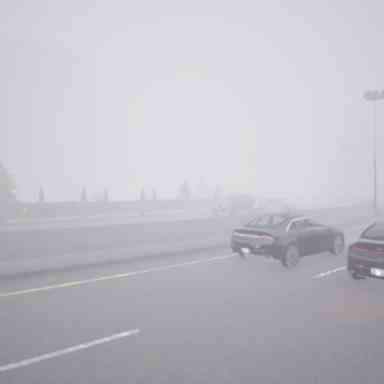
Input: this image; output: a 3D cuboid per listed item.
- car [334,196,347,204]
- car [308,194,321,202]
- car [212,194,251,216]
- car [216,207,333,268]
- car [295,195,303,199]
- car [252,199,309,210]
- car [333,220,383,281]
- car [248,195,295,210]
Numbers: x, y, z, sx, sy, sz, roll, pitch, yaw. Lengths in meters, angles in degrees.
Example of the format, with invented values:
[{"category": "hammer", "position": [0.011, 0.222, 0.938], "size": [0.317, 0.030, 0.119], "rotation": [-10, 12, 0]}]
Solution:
[{"category": "car", "position": [26.700, 1.435, 59.955], "size": [2.033, 1.411, 5.357], "rotation": [0, 0, 18]}, {"category": "car", "position": [25.280, 1.212, 68.528], "size": [2.097, 1.767, 4.553], "rotation": [0, 0, 12]}, {"category": "car", "position": [4.196, 1.220, 32.450], "size": [2.150, 2.045, 5.566], "rotation": [0, 0, 39]}, {"category": "car", "position": [3.392, 1.481, 11.283], "size": [4.902, 1.511, 2.128], "rotation": [0, 0, -41]}, {"category": "car", "position": [21.819, 1.369, 69.059], "size": [1.882, 1.535, 5.008], "rotation": [0, 0, 12]}, {"category": "car", "position": [6.641, 1.505, 24.586], "size": [1.812, 1.442, 4.674], "rotation": [0, 0, 41]}, {"category": "car", "position": [5.849, 1.480, 8.800], "size": [4.892, 1.490, 1.837], "rotation": [0, 0, -41]}, {"category": "car", "position": [7.516, 1.330, 31.088], "size": [2.097, 1.767, 4.553], "rotation": [0, 0, 37]}]
